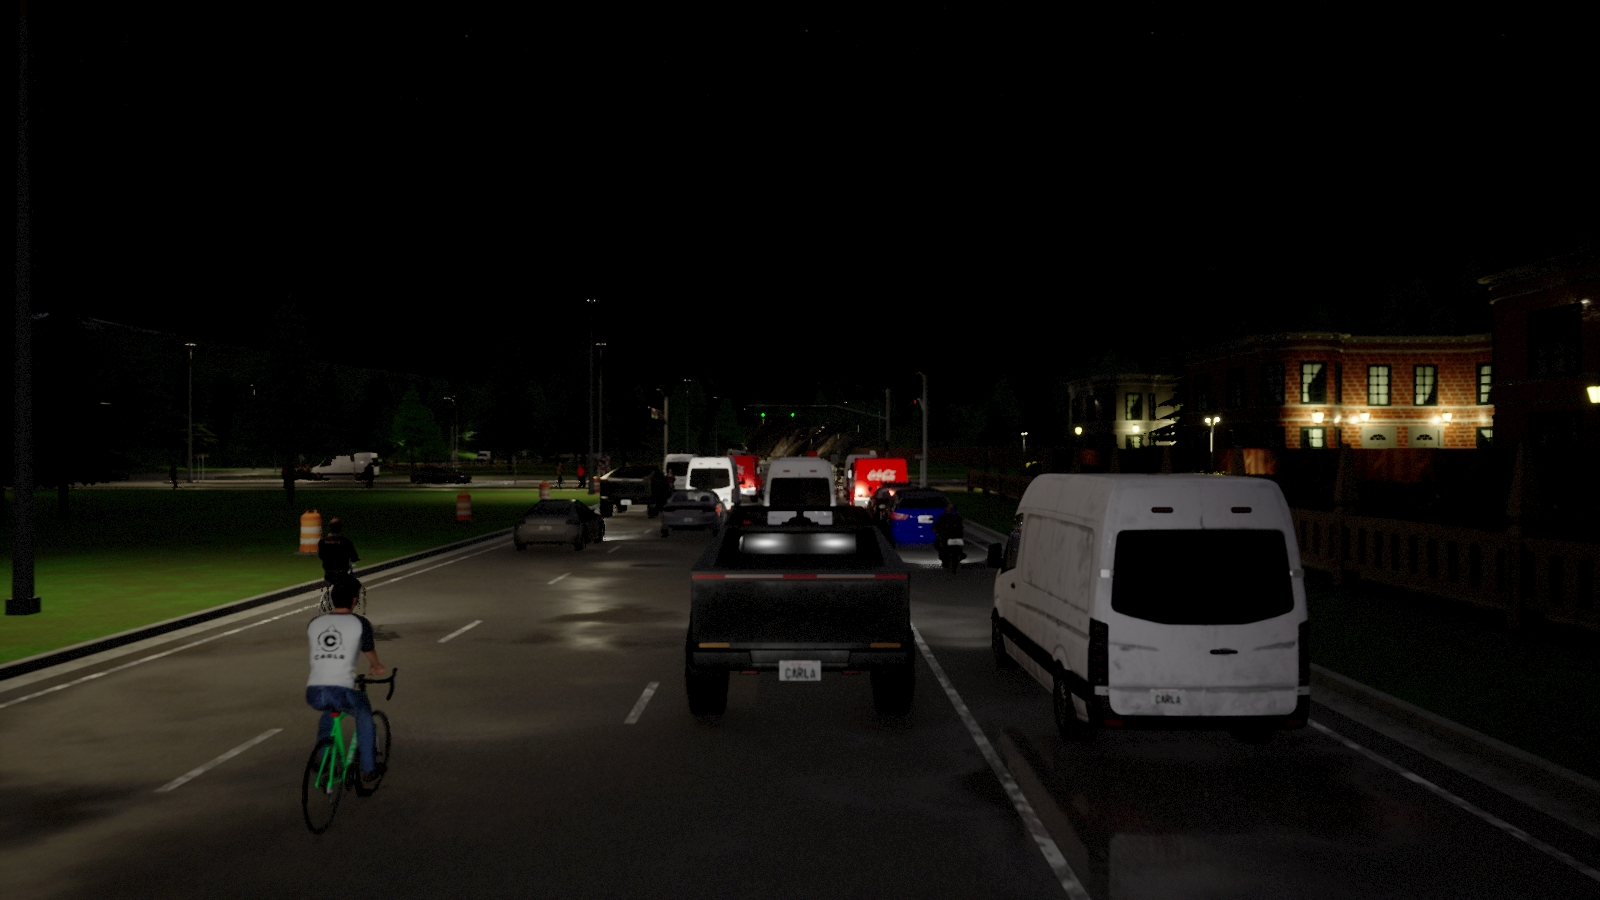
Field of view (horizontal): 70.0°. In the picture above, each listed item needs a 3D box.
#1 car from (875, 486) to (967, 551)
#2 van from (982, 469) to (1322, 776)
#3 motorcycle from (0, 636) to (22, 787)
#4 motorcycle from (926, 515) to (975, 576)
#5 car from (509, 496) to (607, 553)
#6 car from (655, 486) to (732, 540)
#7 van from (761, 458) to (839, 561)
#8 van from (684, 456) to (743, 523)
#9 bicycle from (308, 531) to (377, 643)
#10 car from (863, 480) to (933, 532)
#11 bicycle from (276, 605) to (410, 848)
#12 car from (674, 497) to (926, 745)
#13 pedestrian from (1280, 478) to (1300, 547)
[{"bbox_3d":[3.500,1.969,33.905,2.242,1.667,4.611,0,0,0],"label":"car"},{"bbox_3d":[3.497,1.534,12.794,1.988,2.561,5.915,0,0,0],"label":"van"},{"bbox_3d":[-7.000,2.187,8.664,0.803,1.199,2.033,0,0,0],"label":"motorcycle"},{"bbox_3d":[3.501,2.206,26.782,0.867,1.251,2.209,0,0,0],"label":"motorcycle"},{"bbox_3d":[-6.999,2.120,33.447,1.994,1.385,4.181,0,0,0],"label":"car"},{"bbox_3d":[-3.494,2.036,38.244,2.097,1.535,5.006,0,0,0],"label":"car"},{"bbox_3d":[-0.003,1.537,31.981,1.988,2.561,5.915,0,0,0],"label":"van"},{"bbox_3d":[-3.504,1.536,47.134,1.988,2.561,5.915,0,0,0],"label":"van"},{"bbox_3d":[-7.006,2.060,17.558,0.329,1.471,1.835,0,1,0],"label":"bicycle"},{"bbox_3d":[3.501,1.984,41.787,2.097,1.638,5.238,0,0,0],"label":"car"},{"bbox_3d":[-3.499,2.056,8.871,0.373,1.496,1.643,0,0,0],"label":"bicycle"},{"bbox_3d":[0.001,1.754,14.004,2.390,2.098,6.274,0,0,0],"label":"car"},{"bbox_3d":[13.382,1.697,31.209,0.375,1.860,0.375,0,0,0],"label":"pedestrian"}]
